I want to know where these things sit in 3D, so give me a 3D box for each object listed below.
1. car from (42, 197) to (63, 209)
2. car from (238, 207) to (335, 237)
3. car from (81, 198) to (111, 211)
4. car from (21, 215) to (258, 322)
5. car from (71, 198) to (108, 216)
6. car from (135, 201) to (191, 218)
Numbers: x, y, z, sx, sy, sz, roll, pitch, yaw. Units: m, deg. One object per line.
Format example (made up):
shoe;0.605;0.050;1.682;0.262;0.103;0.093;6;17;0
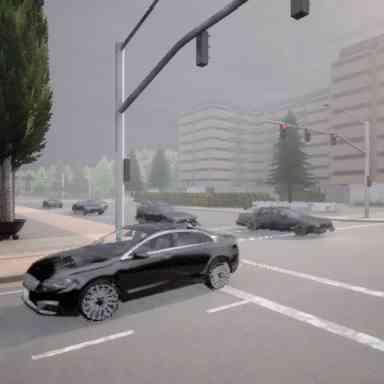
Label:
car;-18.654;1.505;44.493;1.837;1.490;4.892;0;0;-35
car;4.925;1.546;18.356;2.033;1.411;5.357;0;0;-42
car;-11.942;1.490;41.137;2.128;1.511;4.902;0;0;-36
car;-1.007;1.491;7.357;4.902;1.511;2.128;0;0;-40
car;-10.419;1.547;33.028;2.033;1.411;5.357;0;0;-36
car;-1.731;1.547;21.010;2.033;1.411;5.357;0;0;-36
